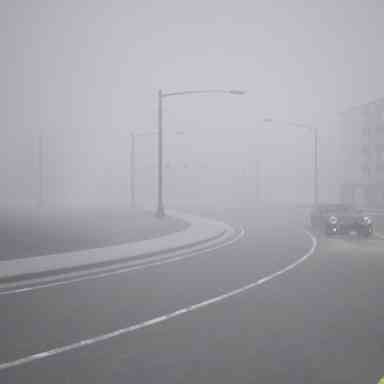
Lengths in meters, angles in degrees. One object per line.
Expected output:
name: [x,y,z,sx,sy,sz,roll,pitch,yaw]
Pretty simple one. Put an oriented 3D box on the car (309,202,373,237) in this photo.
car: [7.835,1.350,17.858,2.097,1.767,4.553,0,0,7]
